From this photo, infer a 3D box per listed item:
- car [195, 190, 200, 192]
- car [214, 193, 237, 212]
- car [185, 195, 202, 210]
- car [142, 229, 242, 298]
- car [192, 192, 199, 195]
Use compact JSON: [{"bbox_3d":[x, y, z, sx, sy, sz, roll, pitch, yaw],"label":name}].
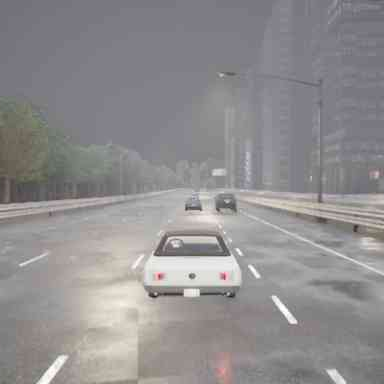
[{"bbox_3d":[0.893,0.863,91.985,1.882,1.535,5.008,0,1,1],"label":"car"},{"bbox_3d":[3.742,1.123,37.676,2.150,2.045,5.566,0,1,0],"label":"car"},{"bbox_3d":[0.168,1.447,40.060,1.994,1.385,4.181,0,0,0],"label":"car"},{"bbox_3d":[0.005,1.597,8.431,1.895,1.301,4.718,0,0,0],"label":"car"},{"bbox_3d":[0.355,1.280,58.087,1.812,1.442,4.674,0,0,1],"label":"car"}]
